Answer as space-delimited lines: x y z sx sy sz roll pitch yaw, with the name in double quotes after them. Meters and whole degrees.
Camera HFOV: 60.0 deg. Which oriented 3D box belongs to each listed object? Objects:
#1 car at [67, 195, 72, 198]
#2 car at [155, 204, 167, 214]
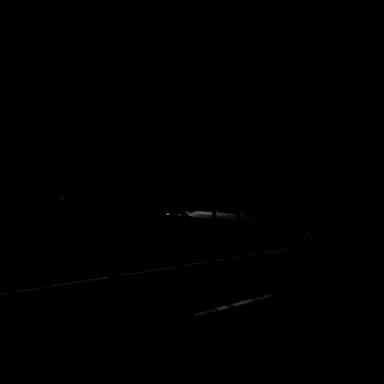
-29.533 1.508 80.965 2.128 1.511 4.902 0 0 -36 "car"
-3.274 1.554 36.010 1.994 1.385 4.181 0 0 -39 "car"
